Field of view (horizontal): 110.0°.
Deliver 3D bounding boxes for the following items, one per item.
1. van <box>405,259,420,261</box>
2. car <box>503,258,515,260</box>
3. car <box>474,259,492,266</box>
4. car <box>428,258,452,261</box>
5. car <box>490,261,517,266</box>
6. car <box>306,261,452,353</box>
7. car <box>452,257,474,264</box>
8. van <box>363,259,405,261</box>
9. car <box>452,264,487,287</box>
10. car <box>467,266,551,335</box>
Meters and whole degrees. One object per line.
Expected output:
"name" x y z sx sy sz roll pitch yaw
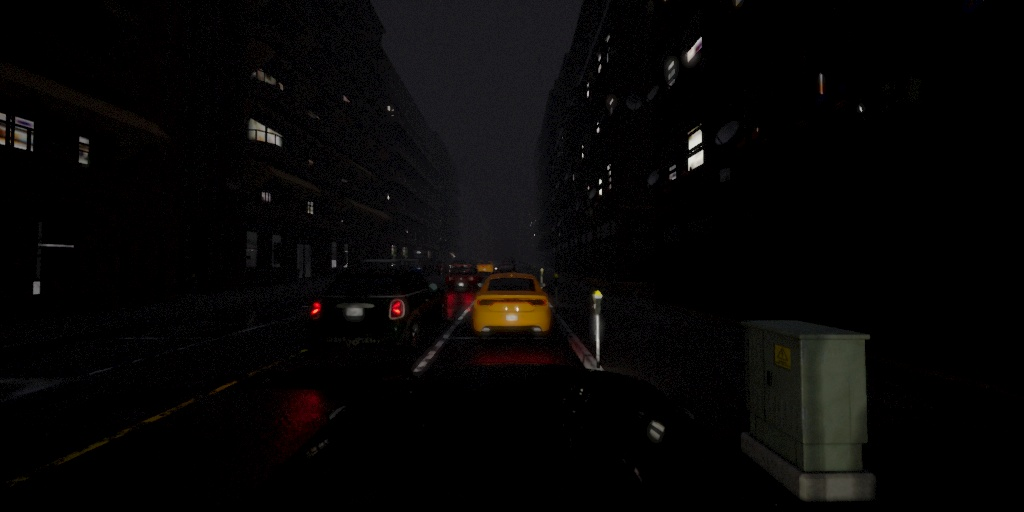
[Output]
"van" -8.336 1.118 28.134 1.690 1.789 3.998 0 0 0
"car" -0.446 1.240 39.134 1.967 1.591 4.097 0 0 0
"car" -2.944 1.283 41.337 1.882 1.535 5.008 0 0 0
"car" -8.335 1.115 39.194 2.192 1.841 5.009 0 0 0
"car" -0.453 1.322 28.072 1.888 1.381 4.507 0 0 0
"car" -3.020 1.105 9.014 2.097 1.767 4.553 0 0 0
"car" -5.840 1.154 40.434 2.097 1.767 4.553 0 0 0
"van" -8.335 1.108 22.603 1.690 1.789 3.998 0 0 0
"car" -2.961 1.369 23.262 1.895 1.301 4.718 0 0 0
"car" -0.006 1.232 10.503 1.882 1.535 5.008 0 0 0
